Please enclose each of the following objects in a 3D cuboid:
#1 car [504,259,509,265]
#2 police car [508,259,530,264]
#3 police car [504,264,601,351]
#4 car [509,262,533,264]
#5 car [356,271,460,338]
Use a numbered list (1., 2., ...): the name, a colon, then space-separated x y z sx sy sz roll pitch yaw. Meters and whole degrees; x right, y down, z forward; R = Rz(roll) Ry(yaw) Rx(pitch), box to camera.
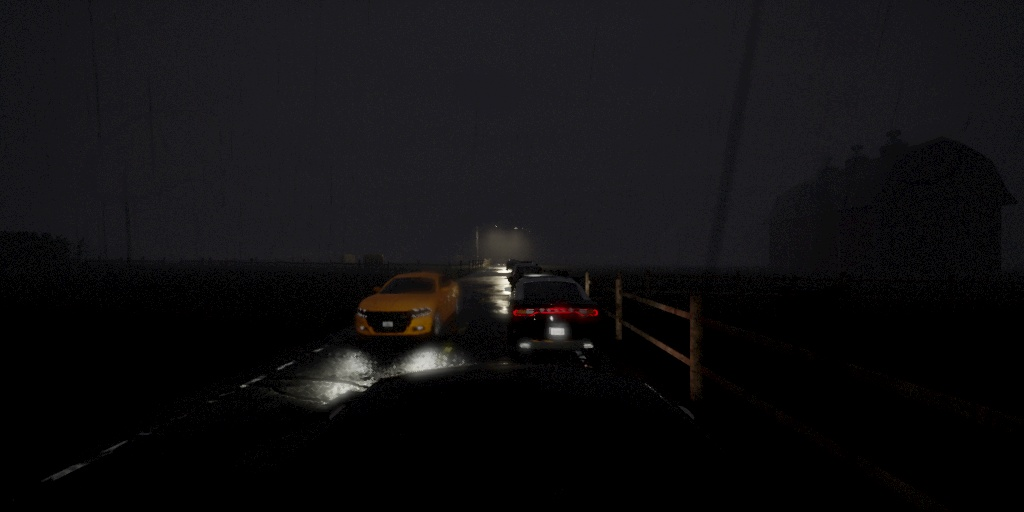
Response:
1. car: 0.188 1.220 49.495 1.882 1.535 5.008 0 0 1
2. police car: 0.886 1.173 25.123 1.930 1.638 5.238 0 0 0
3. police car: 0.841 1.174 9.123 1.930 1.638 5.238 0 0 0
4. car: 0.868 1.253 19.012 1.837 1.490 4.892 0 0 0
5. car: -2.729 1.227 10.394 1.882 1.535 5.008 0 0 0
